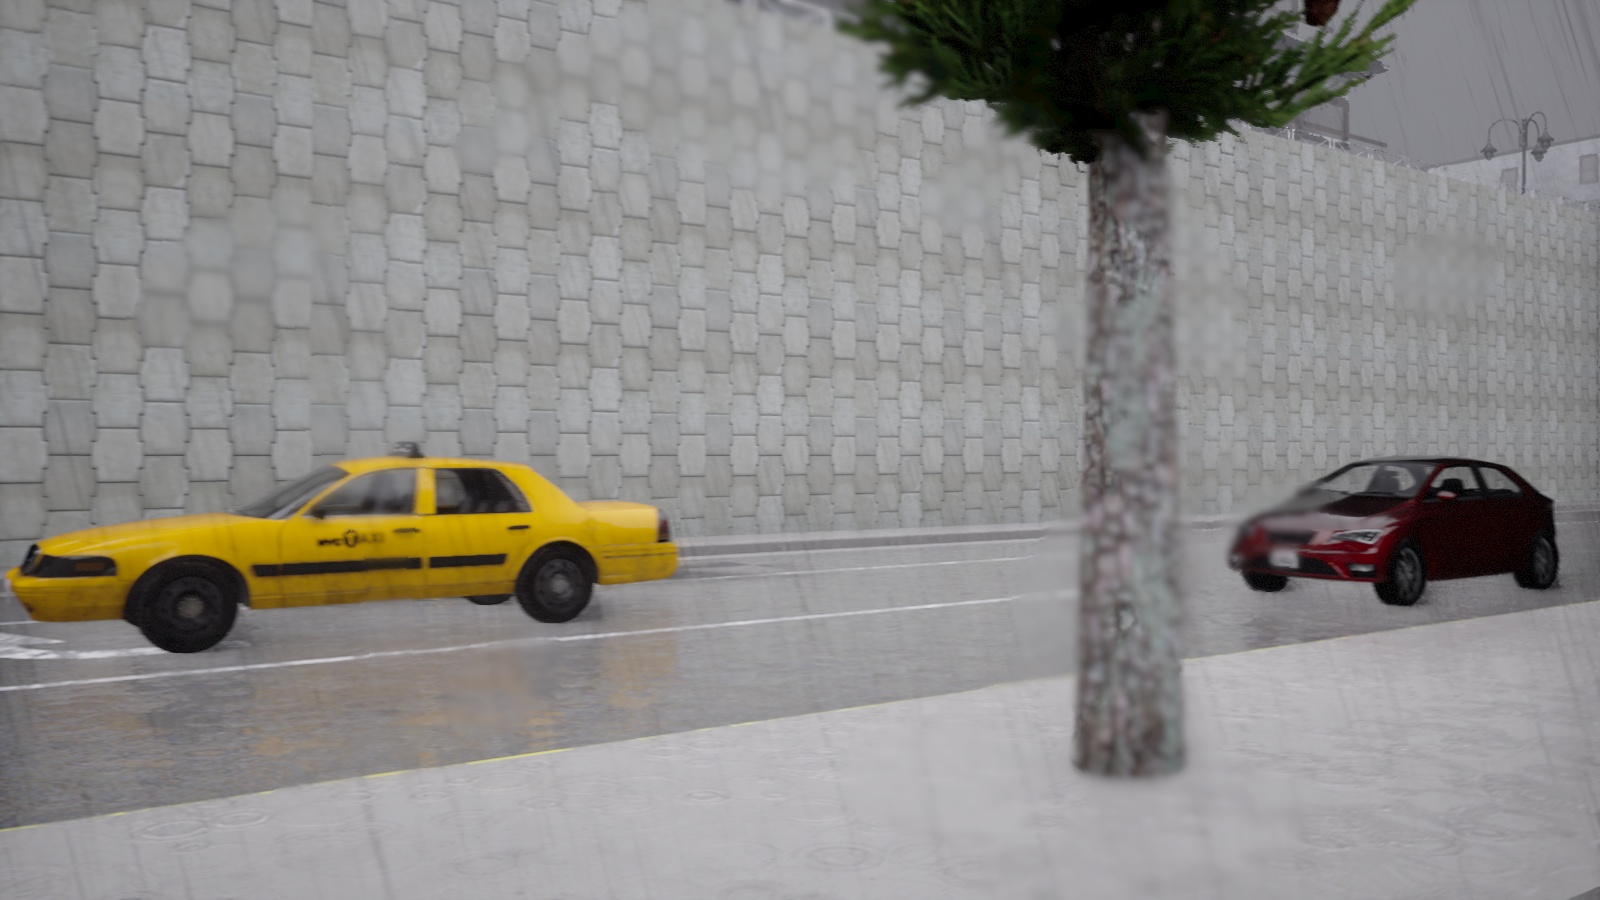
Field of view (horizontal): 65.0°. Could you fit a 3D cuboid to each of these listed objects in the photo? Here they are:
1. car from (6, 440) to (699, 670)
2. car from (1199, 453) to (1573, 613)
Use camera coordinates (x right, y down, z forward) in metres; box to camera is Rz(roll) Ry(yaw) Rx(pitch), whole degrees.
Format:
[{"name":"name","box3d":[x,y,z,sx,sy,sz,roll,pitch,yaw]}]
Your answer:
[{"name":"car","box3d":[-3.652,0.718,10.864,5.366,1.575,1.801,0,0,-35]},{"name":"car","box3d":[6.419,0.778,13.609,4.193,1.474,1.816,0,0,-35]}]
